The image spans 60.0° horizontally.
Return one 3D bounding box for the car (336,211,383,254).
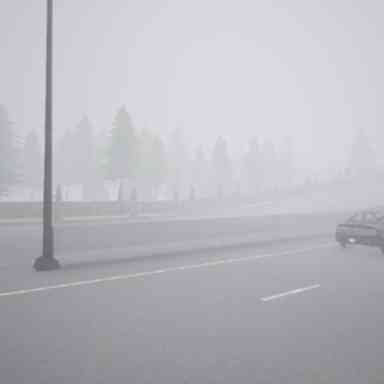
[{"bbox_3d":[7.962,1.557,13.841,4.902,1.511,2.128,-1,1,-35],"label":"car"}]
